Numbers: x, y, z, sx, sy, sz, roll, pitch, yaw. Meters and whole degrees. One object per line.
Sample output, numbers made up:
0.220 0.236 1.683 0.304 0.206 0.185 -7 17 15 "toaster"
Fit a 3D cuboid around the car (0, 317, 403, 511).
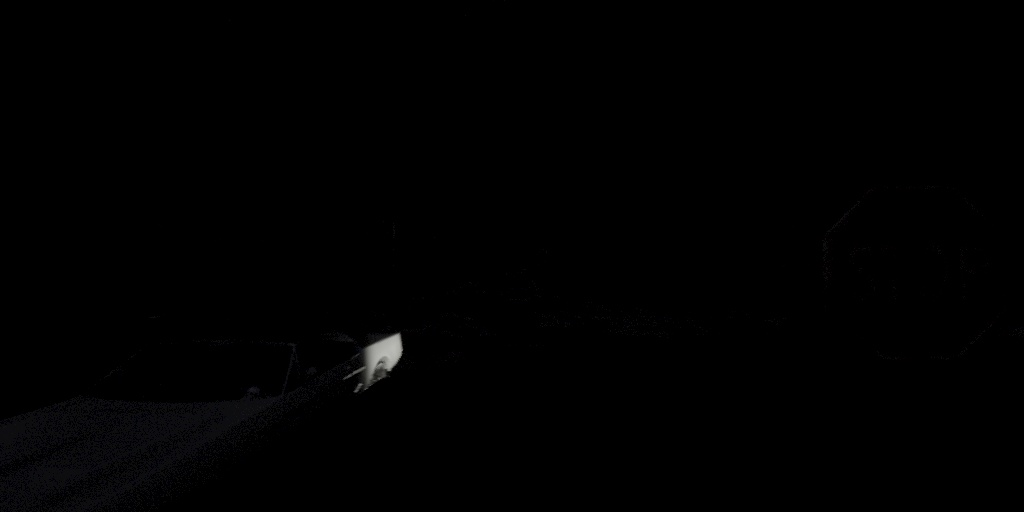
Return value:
-2.693 1.381 3.453 1.895 1.301 4.718 0 -1 1 "car"
